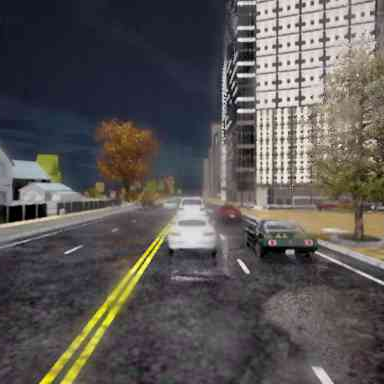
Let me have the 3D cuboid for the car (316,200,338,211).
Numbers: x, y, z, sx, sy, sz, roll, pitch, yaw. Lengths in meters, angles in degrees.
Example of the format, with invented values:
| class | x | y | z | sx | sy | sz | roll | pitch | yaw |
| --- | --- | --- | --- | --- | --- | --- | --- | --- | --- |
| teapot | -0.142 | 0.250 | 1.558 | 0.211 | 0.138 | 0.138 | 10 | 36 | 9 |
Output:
| class | x | y | z | sx | sy | sz | roll | pitch | yaw |
| --- | --- | --- | --- | --- | --- | --- | --- | --- | --- |
| car | 22.994 | 2.185 | 54.505 | 5.009 | 1.841 | 2.192 | 0 | 1 | 20 |

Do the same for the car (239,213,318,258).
| class | x | y | z | sx | sy | sz | roll | pitch | yaw |
| --- | --- | --- | --- | --- | --- | --- | --- | --- | --- |
| car | 3.265 | 1.724 | 13.235 | 1.895 | 1.301 | 4.718 | 0 | -1 | 0 |

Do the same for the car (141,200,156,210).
| class | x | y | z | sx | sy | sz | roll | pitch | yaw |
| --- | --- | --- | --- | --- | --- | --- | --- | --- | --- |
| car | -6.534 | 2.002 | 50.527 | 1.837 | 1.490 | 4.892 | 0 | -1 | 0 |

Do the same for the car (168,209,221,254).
| class | x | y | z | sx | sy | sz | roll | pitch | yaw |
| --- | --- | --- | --- | --- | --- | --- | --- | --- | --- |
| car | 0.019 | 1.655 | 13.907 | 1.812 | 1.442 | 4.674 | 0 | 0 | 0 |

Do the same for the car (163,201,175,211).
| class | x | y | z | sx | sy | sz | roll | pitch | yaw |
| --- | --- | --- | --- | --- | --- | --- | --- | --- | --- |
| car | -3.288 | 2.016 | 50.118 | 1.812 | 1.442 | 4.674 | 0 | -1 | 0 |

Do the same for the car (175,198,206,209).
| class | x | y | z | sx | sy | sz | roll | pitch | yaw |
| --- | --- | --- | --- | --- | --- | --- | --- | --- | --- |
| car | 0.004 | 1.486 | 27.595 | 2.150 | 2.045 | 5.566 | 0 | 0 | 0 |

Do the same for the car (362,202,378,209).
| class | x | y | z | sx | sy | sz | roll | pitch | yaw |
| --- | --- | --- | --- | --- | --- | --- | --- | --- | --- |
| car | 31.026 | 2.317 | 59.961 | 4.403 | 1.369 | 2.008 | 0 | 1 | 20 |

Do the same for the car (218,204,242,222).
| class | x | y | z | sx | sy | sz | roll | pitch | yaw |
| --- | --- | --- | --- | --- | --- | --- | --- | --- | --- |
| car | 3.265 | 1.800 | 28.919 | 1.812 | 1.442 | 4.674 | 0 | 0 | 0 |
